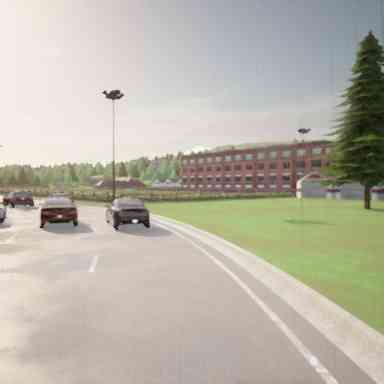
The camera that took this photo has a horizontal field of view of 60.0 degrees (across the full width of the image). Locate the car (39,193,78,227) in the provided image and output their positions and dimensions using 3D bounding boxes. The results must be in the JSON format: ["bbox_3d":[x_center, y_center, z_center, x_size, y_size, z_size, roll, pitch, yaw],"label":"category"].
[{"bbox_3d":[-7.827,1.073,19.434,1.882,1.535,5.008,0,1,-24],"label":"car"}]

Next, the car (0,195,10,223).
[{"bbox_3d":[-12.533,1.104,20.526,1.812,1.442,4.674,0,1,-27],"label":"car"}]

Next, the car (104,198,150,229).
[{"bbox_3d":[-3.657,1.114,18.504,1.837,1.490,4.892,0,1,-21],"label":"car"}]

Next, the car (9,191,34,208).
[{"bbox_3d":[-17.965,0.645,34.343,2.097,1.767,4.553,-1,2,-39],"label":"car"}]

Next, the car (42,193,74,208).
[{"bbox_3d":[-14.250,0.830,35.345,1.994,1.385,4.181,-1,2,-39],"label":"car"}]
